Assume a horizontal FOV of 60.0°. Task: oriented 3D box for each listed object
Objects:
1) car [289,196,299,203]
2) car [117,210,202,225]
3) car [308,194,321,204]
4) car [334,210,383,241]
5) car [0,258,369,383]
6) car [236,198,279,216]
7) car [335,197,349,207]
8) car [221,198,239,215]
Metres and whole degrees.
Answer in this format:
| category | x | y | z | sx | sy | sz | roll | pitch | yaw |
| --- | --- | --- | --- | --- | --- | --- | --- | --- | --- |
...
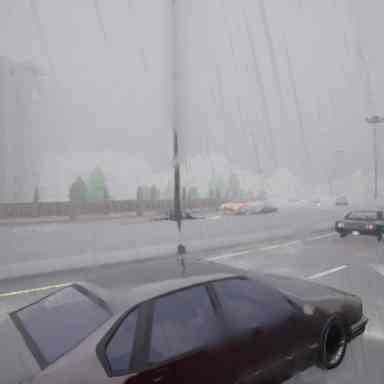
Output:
| category | x | y | z | sx | sy | sz | roll | pitch | yaw |
| --- | --- | --- | --- | --- | --- | --- | --- | --- | --- |
| car | 21.709 | 1.545 | 70.553 | 1.812 | 1.442 | 4.674 | -1 | 0 | 14 |
| car | -1.401 | 1.615 | 16.606 | 4.718 | 1.301 | 1.895 | 0 | 0 | -42 |
| car | 23.975 | 1.497 | 65.239 | 1.812 | 1.442 | 4.674 | -1 | 0 | 14 |
| car | 8.897 | 1.546 | 16.530 | 1.895 | 1.301 | 4.718 | 0 | 0 | 44 |
| car | -0.061 | 1.548 | 3.877 | 5.357 | 1.411 | 2.033 | 0 | 0 | -37 |
| car | 6.136 | 1.516 | 29.546 | 1.812 | 1.442 | 4.674 | 0 | 0 | 39 |
| car | 23.038 | 1.468 | 51.109 | 2.033 | 1.411 | 5.357 | -1 | 0 | 23 |
| car | 4.767 | 1.363 | 33.441 | 2.097 | 1.767 | 4.553 | -1 | 0 | 37 |
